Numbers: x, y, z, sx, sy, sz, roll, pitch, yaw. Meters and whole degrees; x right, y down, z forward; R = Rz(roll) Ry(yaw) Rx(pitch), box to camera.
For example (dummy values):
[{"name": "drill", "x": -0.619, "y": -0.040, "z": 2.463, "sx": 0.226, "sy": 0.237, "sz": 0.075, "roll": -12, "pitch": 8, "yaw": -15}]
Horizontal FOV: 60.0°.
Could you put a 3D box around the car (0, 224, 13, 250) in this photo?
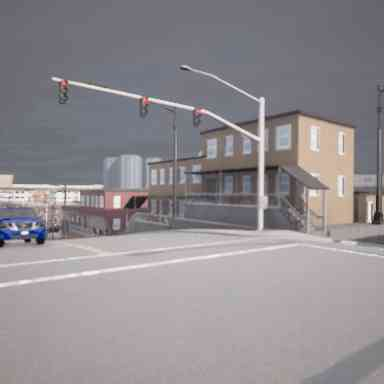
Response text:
[{"name": "car", "x": -15.491, "y": 3.658, "z": 26.081, "sx": 1.882, "sy": 1.535, "sz": 5.008, "roll": 1, "pitch": -13, "yaw": -36}]

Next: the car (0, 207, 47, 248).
[{"name": "car", "x": -9.592, "y": 1.833, "z": 18.073, "sx": 2.150, "sy": 2.045, "sz": 5.566, "roll": 1, "pitch": -5, "yaw": -36}]
